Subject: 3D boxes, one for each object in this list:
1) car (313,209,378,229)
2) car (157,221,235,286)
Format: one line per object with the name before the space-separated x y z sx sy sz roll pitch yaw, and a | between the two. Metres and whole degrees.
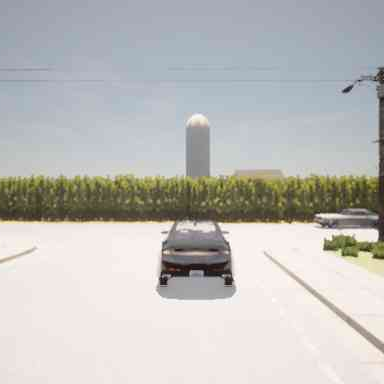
car | 10.891 1.828 22.894 4.718 1.301 1.895 0 0 1
car | 0.097 1.576 9.639 2.128 1.511 4.902 0 -1 0
